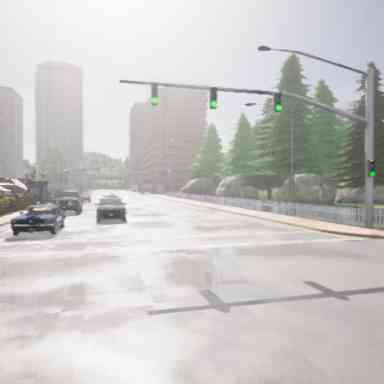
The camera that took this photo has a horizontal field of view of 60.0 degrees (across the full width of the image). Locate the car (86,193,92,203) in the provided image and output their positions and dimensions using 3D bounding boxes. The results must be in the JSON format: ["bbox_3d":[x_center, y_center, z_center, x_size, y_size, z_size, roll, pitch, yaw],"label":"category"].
[{"bbox_3d":[-15.666,0.809,48.291,1.812,1.442,4.674,0,1,-14],"label":"car"}]

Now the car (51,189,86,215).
[{"bbox_3d":[-10.660,0.797,28.573,2.150,2.045,5.566,0,2,-14],"label":"car"}]

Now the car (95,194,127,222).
[{"bbox_3d":[-5.613,1.126,23.004,1.882,1.535,5.008,0,1,-14],"label":"car"}]

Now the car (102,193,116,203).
[{"bbox_3d":[-12.387,0.813,49.611,1.994,1.385,4.181,0,1,-14],"label":"car"}]

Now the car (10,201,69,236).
[{"bbox_3d":[-7.685,1.355,16.971,1.895,1.301,4.718,0,1,-14],"label":"car"}]
